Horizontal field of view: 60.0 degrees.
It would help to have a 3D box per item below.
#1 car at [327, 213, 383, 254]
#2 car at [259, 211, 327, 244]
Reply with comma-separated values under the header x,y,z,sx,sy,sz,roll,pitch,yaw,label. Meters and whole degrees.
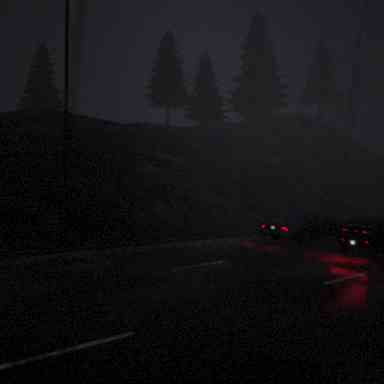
x,y,z,sx,sy,sz,roll,pitch,yaw,label
7.998,1.644,13.857,4.892,1.490,1.837,0,0,-35,car
5.710,1.681,16.530,5.357,1.411,2.033,1,0,-35,car
